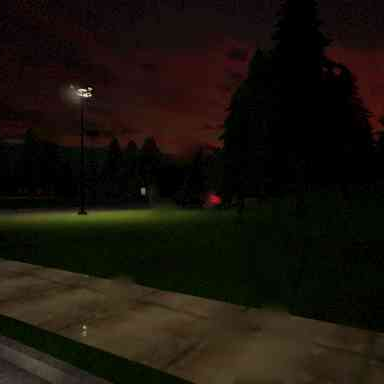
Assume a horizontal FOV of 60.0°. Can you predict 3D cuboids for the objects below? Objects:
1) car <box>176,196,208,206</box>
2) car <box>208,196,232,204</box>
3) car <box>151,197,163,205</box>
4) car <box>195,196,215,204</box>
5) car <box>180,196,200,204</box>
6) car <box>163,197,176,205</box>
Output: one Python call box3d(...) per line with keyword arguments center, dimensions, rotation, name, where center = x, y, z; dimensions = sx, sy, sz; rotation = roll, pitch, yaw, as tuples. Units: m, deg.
box3d(center=(0.071, 1.501, 53.896), dimensions=(2.128, 1.511, 4.902), rotation=(0, 0, 34), name="car")
box3d(center=(5.544, 1.231, 62.381), dimensions=(2.150, 2.045, 5.566), rotation=(0, 0, 33), name="car")
box3d(center=(-5.298, 1.576, 58.463), dimensions=(1.994, 1.385, 4.181), rotation=(0, 0, 34), name="car")
box3d(center=(2.596, 1.536, 64.268), dimensions=(1.812, 1.442, 4.674), rotation=(0, 0, 33), name="car")
box3d(center=(-0.335, 1.537, 66.180), dimensions=(1.812, 1.442, 4.674), rotation=(0, 0, 33), name="car")
box3d(center=(-2.368, 1.575, 56.547), dimensions=(1.994, 1.385, 4.181), rotation=(0, 0, 34), name="car")
